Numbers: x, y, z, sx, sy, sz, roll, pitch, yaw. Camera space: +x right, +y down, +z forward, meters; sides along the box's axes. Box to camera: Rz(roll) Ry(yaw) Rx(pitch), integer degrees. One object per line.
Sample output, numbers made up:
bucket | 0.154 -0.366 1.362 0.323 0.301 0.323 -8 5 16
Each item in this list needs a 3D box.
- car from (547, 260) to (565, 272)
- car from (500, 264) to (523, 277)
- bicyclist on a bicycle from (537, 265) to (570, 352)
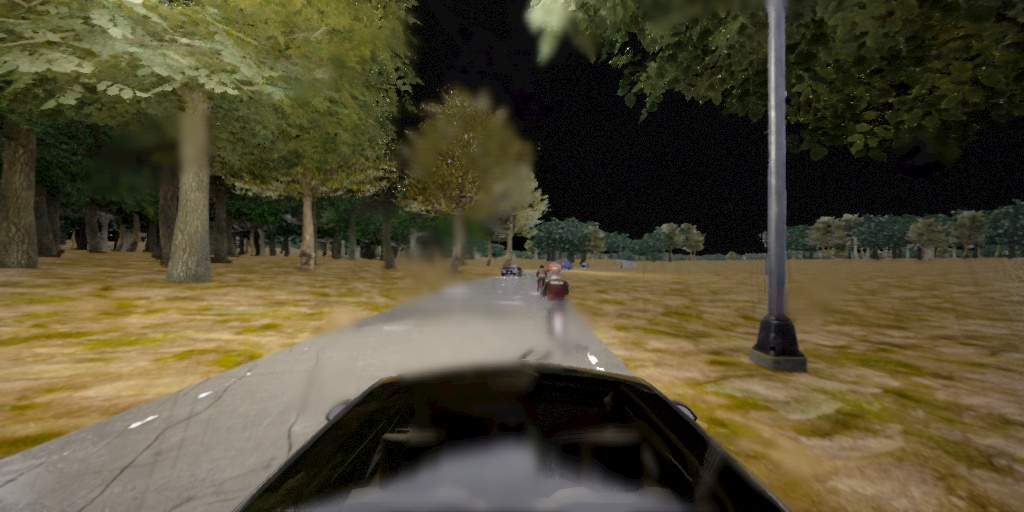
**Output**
car | 7.054 1.665 58.661 2.097 1.767 4.553 0 -1 13
car | 0.010 1.597 39.556 1.994 1.385 4.181 0 -1 9
bicyclist on a bicycle | 0.990 1.130 8.092 0.659 1.776 1.843 0 0 2
